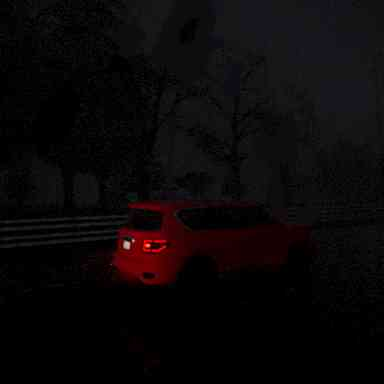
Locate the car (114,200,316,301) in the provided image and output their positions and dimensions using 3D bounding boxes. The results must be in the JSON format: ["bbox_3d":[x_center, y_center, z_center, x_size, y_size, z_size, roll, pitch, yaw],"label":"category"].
[{"bbox_3d":[0.814,1.216,8.578,5.566,2.045,2.150,0,0,-35],"label":"car"}]
